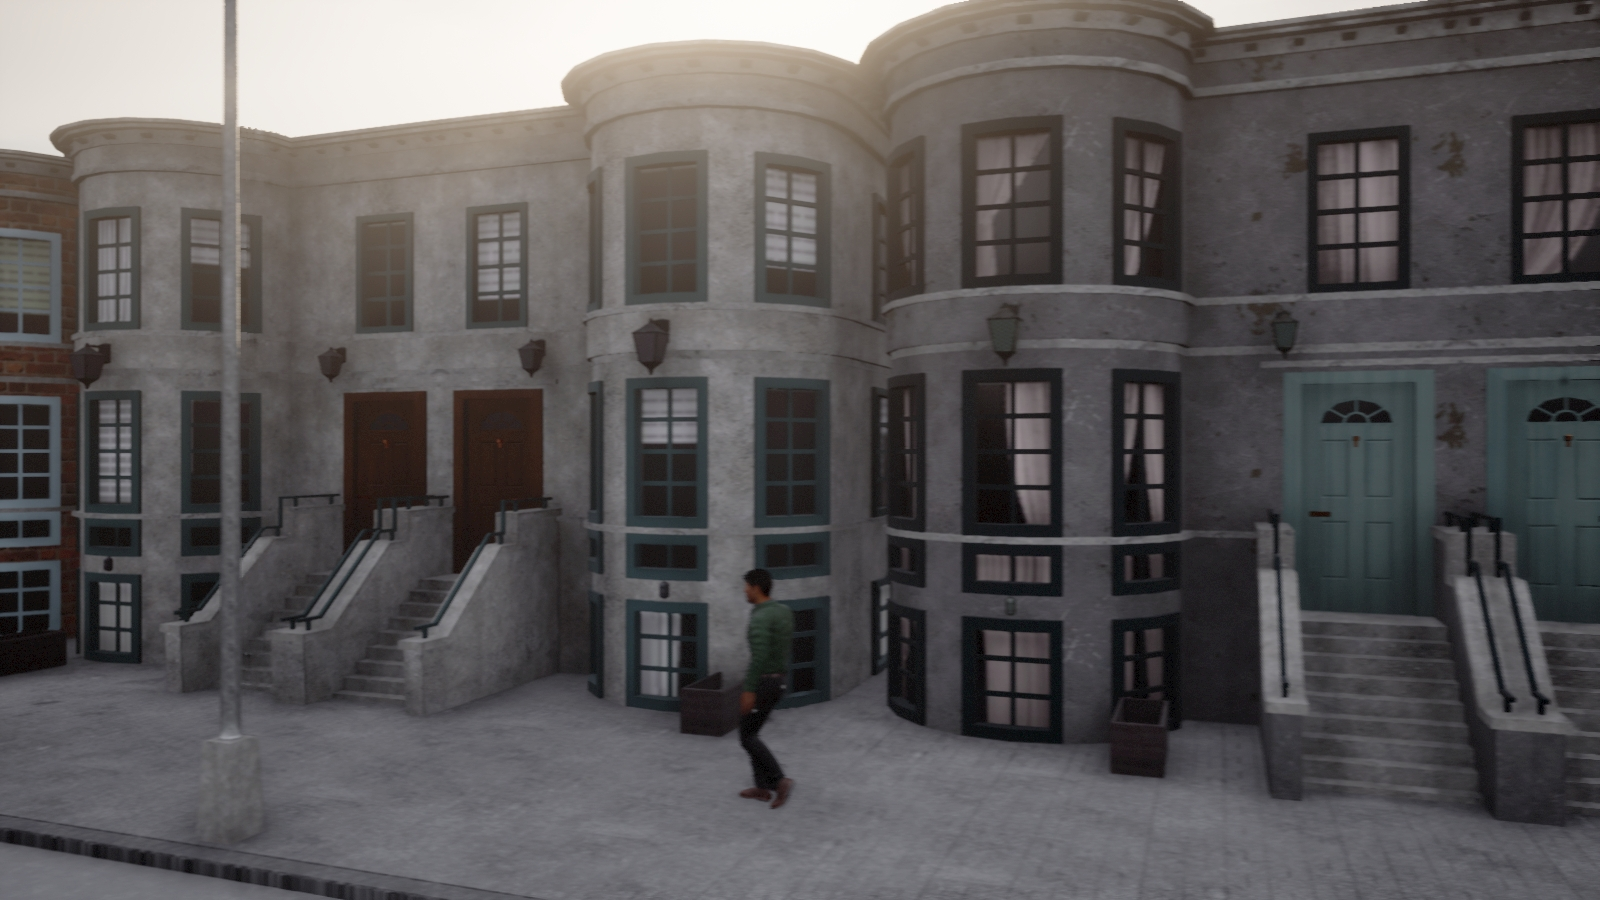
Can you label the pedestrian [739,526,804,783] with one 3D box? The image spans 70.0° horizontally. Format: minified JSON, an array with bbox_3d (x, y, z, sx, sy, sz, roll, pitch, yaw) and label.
[{"bbox_3d":[-0.212,1.526,8.664,0.375,1.860,0.375,0,0,21],"label":"pedestrian"}]
